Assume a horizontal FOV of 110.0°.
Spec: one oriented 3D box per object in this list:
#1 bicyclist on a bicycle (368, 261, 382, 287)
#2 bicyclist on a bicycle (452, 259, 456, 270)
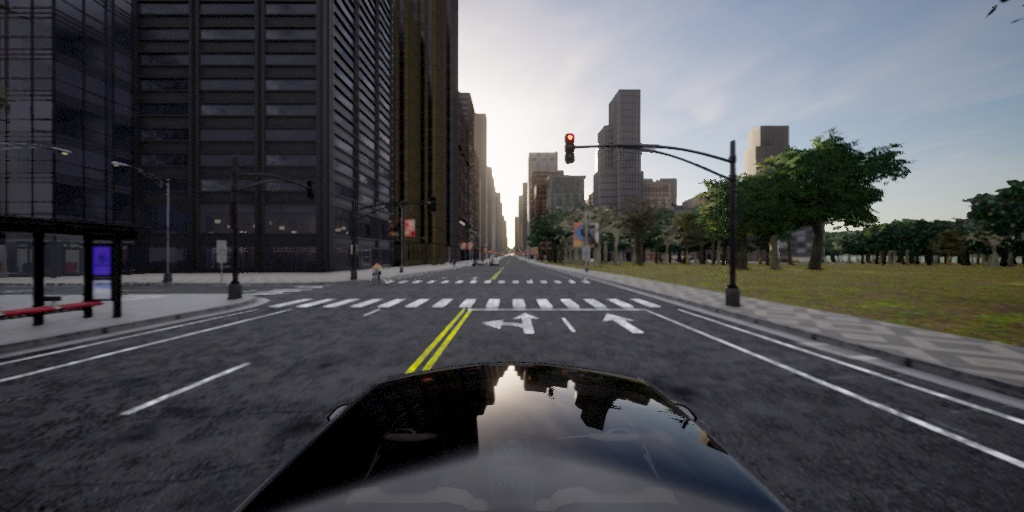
[{"bbox_3d":[-8.747,1.133,23.120,0.866,1.612,1.509,0,0,0],"label":"bicyclist on a bicycle"},{"bbox_3d":[-8.778,1.251,54.190,0.659,1.776,1.843,0,-1,0],"label":"bicyclist on a bicycle"}]
